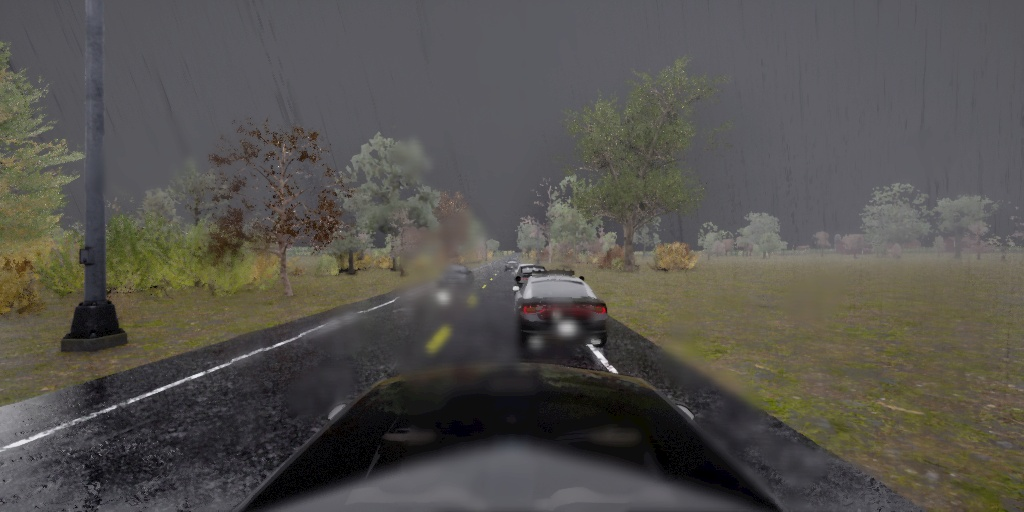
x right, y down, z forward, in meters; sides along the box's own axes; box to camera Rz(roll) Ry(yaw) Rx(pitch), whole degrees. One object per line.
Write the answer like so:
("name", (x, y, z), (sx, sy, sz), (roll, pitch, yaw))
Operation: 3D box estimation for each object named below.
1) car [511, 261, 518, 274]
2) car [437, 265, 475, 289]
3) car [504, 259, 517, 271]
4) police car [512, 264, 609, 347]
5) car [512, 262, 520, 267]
("car", (1.058, 1.265, 25.307), (1.812, 1.442, 4.674), (0, 0, 0))
("car", (-3.492, 1.304, 23.171), (1.994, 1.385, 4.181), (0, 0, 0))
("car", (0.051, 1.238, 47.419), (1.812, 1.442, 4.674), (0, 0, 1))
("police car", (1.053, 1.173, 9.415), (1.930, 1.638, 5.238), (0, 0, 0))
("car", (1.056, 1.248, 19.306), (1.837, 1.490, 4.892), (0, 0, 0))
